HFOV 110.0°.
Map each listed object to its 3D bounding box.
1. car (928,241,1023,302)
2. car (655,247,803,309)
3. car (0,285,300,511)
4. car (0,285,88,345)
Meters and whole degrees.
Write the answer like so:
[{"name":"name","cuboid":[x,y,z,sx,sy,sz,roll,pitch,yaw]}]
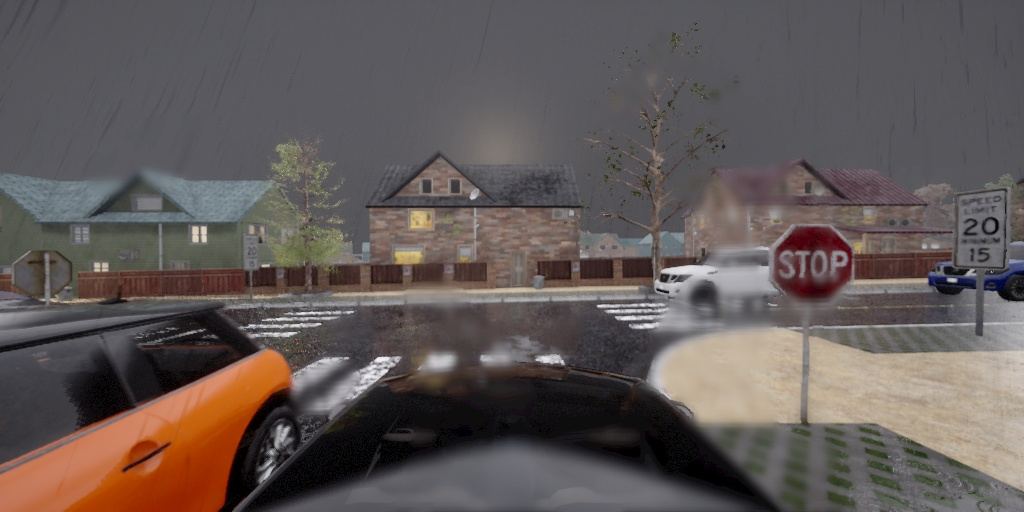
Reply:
[{"name":"car","cuboid":[18.930,0.471,13.153,5.566,2.045,2.150,-1,1,0]},{"name":"car","cuboid":[8.240,0.722,13.169,5.566,2.045,2.150,-1,1,0]},{"name":"car","cuboid":[-2.842,1.101,1.257,2.097,1.767,4.553,0,0,-3]},{"name":"car","cuboid":[-15.404,1.662,10.248,4.181,1.385,1.994,-1,1,0]}]
